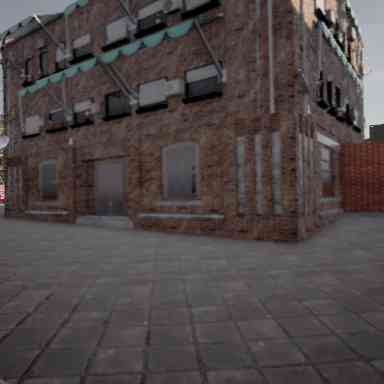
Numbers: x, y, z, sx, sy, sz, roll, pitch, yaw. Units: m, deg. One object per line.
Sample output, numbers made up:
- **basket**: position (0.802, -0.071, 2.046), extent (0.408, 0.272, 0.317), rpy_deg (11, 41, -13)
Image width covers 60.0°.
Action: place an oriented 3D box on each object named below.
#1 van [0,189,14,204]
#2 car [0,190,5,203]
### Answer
- **van**: position (-28.892, 0.677, 49.348), extent (4.442, 1.987, 1.878), rpy_deg (-1, 2, 24)
- **car**: position (-19.862, 0.629, 39.580), extent (5.566, 2.045, 2.435), rpy_deg (-1, 2, 24)
